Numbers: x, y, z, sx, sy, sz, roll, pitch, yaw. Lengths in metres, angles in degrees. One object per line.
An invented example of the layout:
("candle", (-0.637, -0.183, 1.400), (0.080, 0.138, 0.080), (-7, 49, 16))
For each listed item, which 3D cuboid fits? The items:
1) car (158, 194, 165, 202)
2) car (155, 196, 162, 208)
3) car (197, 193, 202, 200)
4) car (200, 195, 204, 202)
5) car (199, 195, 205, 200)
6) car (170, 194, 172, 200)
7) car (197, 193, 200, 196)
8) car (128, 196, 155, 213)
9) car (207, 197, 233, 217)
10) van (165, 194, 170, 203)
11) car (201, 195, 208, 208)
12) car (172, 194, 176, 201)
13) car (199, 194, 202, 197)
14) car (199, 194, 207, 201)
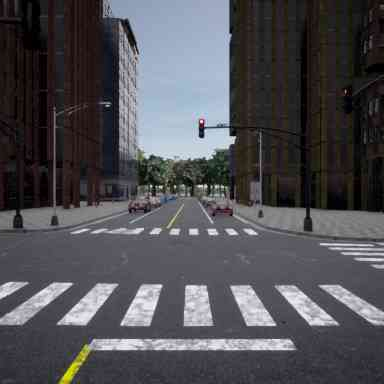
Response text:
("car", (-5.777, 1.537, 53.361), (1.752, 1.417, 4.829), (0, 0, 0))
("car", (-5.776, 1.591, 48.093), (1.802, 1.307, 4.206), (0, 0, 0))
("car", (2.742, 1.549, 75.453), (1.752, 1.417, 4.829), (0, 0, 0))
("car", (2.748, 1.556, 53.533), (1.887, 1.381, 4.507), (0, 0, 0))
("car", (2.738, 1.561, 91.766), (1.752, 1.417, 4.829), (0, 0, 0))
("car", (-5.782, 1.571, 69.844), (2.008, 1.369, 4.403), (0, 0, 0))
("car", (2.740, 1.342, 80.721), (2.192, 1.841, 5.009), (0, 0, 0))
("car", (-5.773, 1.321, 37.218), (2.192, 1.841, 5.009), (0, 0, 0))
("car", (2.754, 1.444, 31.783), (1.967, 1.590, 4.097), (0, 0, 0))
("van", (-5.780, 1.358, 64.406), (1.690, 1.788, 3.998), (0, 0, 0))
("car", (2.750, 1.560, 48.095), (2.008, 1.369, 4.403), (0, 0, 0))
("car", (-5.786, 1.597, 86.156), (1.947, 1.339, 4.313), (0, 0, 0))
("car", (2.745, 1.542, 64.578), (1.752, 1.417, 4.829), (0, 0, 0))
("car", (2.747, 1.559, 58.971), (1.887, 1.381, 4.507), (0, 0, 0))
